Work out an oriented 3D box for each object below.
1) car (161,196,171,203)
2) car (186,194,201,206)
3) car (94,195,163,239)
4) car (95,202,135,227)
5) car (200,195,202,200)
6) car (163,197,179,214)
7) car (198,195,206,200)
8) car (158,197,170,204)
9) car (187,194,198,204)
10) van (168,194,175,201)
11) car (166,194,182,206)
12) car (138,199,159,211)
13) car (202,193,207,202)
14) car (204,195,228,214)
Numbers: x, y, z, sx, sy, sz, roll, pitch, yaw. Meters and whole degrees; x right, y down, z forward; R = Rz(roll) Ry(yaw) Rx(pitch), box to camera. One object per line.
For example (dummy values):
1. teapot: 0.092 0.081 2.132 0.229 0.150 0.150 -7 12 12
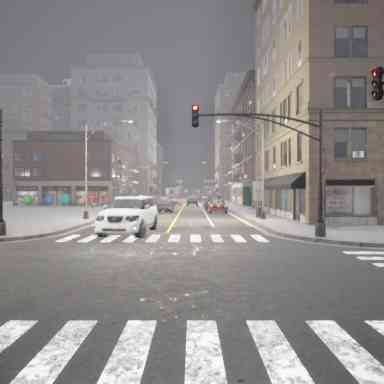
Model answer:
1. car: -5.328 1.530 69.197 1.752 1.417 4.829 0 0 0
2. car: 0.047 1.508 54.009 1.837 1.490 4.892 0 0 0
3. car: -3.255 1.221 17.758 2.150 2.045 5.566 0 0 6
4. car: -5.368 1.526 23.902 1.752 1.417 4.829 0 0 0
5. car: 2.682 1.528 52.544 1.752 1.417 4.829 0 0 0
6. car: -2.818 1.549 35.301 2.033 1.411 5.357 0 0 0
7. car: 2.717 1.575 92.008 1.947 1.339 4.313 0 0 0
8. car: -5.333 1.586 63.706 1.802 1.307 4.206 0 0 0
9. car: 0.055 1.356 64.125 2.097 1.767 4.553 0 0 0
10. van: -5.313 1.349 86.353 1.690 1.788 3.998 0 0 0
11. car: -2.759 1.354 52.590 2.097 1.767 4.553 0 0 1
12. car: -5.353 1.553 41.058 2.008 1.369 4.403 0 0 0
13. car: 2.672 1.317 41.050 2.192 1.841 5.009 0 0 0
14. car: 2.667 1.441 35.388 1.967 1.590 4.097 0 0 0
